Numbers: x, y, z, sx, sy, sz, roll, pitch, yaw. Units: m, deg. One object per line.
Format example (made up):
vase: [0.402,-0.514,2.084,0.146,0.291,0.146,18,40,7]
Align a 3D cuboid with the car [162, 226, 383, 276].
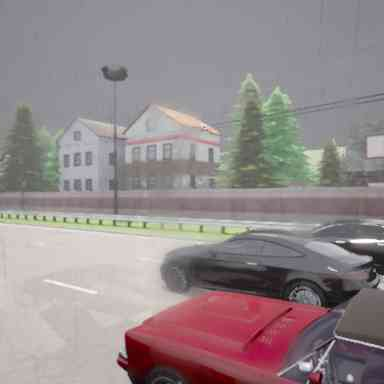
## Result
car: [1.426,1.553,7.258,4.674,1.442,1.812,0,0,36]

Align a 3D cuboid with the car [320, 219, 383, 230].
car: [4.445,1.523,9.419,4.892,1.490,1.837,0,0,35]

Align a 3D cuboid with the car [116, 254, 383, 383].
car: [1.550,1.604,2.886,4.718,1.301,1.895,-1,0,35]
